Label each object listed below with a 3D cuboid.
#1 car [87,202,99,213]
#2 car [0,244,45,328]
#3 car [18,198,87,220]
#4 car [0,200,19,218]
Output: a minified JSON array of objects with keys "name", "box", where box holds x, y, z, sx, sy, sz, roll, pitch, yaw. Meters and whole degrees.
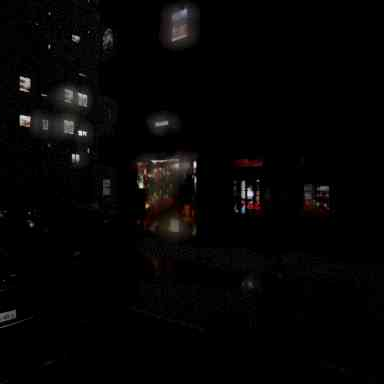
[{"name":"car","box":[-10.867,1.250,30.492,1.752,1.417,4.829,1,1,35]},{"name":"car","box":[-4.430,1.551,6.047,4.403,1.369,2.008,0,0,36]},{"name":"car","box":[-10.811,1.338,26.077,1.994,1.385,4.181,0,1,35]},{"name":"car","box":[-13.963,1.350,26.072,2.008,1.369,4.403,1,1,35]}]
